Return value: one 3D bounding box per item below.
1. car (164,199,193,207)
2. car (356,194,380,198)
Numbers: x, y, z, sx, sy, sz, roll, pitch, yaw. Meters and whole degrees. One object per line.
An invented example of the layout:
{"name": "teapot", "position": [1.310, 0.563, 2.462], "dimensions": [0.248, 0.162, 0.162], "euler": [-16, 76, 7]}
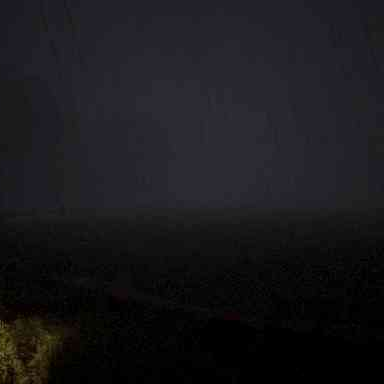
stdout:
{"name": "car", "position": [-1.972, 1.755, 49.099], "dimensions": [2.128, 1.511, 4.902], "euler": [-1, -1, 45]}
{"name": "car", "position": [42.992, 1.437, 82.044], "dimensions": [4.605, 1.855, 1.932], "euler": [-1, 0, 35]}
